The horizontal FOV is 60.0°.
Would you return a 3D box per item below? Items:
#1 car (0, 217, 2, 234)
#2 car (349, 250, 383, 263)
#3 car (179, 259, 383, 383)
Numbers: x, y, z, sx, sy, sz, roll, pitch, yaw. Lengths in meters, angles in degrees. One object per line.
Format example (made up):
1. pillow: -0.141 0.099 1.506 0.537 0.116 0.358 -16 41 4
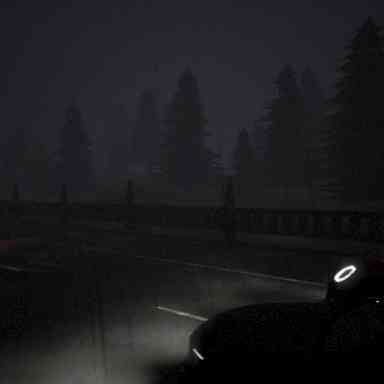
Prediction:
1. car: -11.305 1.480 16.353 5.008 1.535 1.882 0 0 36
2. car: 4.518 1.351 5.069 4.553 1.767 2.097 0 0 36
3. car: 2.067 1.525 2.518 4.674 1.442 1.812 0 0 36
